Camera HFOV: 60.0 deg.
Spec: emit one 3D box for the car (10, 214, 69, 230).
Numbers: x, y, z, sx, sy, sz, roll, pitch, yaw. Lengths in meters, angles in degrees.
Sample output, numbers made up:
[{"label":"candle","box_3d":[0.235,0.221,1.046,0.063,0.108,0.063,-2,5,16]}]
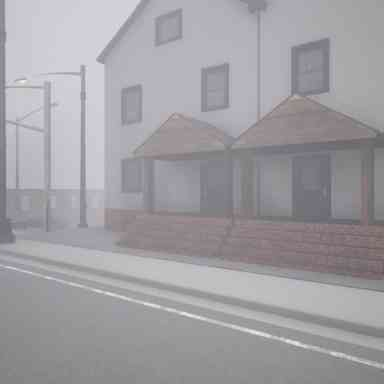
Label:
[{"label":"car","box_3d":[-13.735,2.720,29.717,2.033,1.411,5.357,0,-9,36]}]
